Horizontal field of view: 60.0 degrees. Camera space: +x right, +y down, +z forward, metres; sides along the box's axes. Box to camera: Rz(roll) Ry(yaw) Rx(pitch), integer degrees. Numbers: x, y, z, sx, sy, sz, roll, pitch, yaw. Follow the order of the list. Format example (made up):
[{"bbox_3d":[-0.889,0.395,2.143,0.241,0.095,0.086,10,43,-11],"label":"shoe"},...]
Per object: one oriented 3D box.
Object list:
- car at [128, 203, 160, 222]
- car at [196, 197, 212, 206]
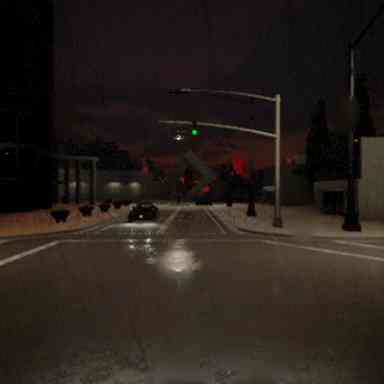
[{"bbox_3d":[-3.596,1.526,25.431,1.994,1.385,4.181,0,0,0],"label":"car"},{"bbox_3d":[1.965,1.519,54.600,1.994,1.385,4.181,0,0,16],"label":"car"}]
